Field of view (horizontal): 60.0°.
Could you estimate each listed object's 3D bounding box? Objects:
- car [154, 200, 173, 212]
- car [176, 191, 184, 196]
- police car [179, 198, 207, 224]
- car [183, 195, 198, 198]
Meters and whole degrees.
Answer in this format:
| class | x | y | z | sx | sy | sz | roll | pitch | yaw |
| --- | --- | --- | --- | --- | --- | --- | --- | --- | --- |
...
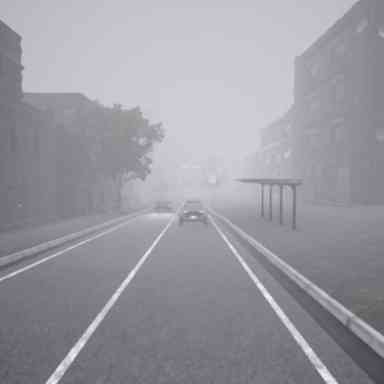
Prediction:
| class | x | y | z | sx | sy | sz | roll | pitch | yaw |
| --- | --- | --- | --- | --- | --- | --- | --- | --- | --- |
| car | -3.167 | 1.530 | 37.408 | 1.895 | 1.301 | 4.718 | 0 | 0 | 1 |
| car | -2.759 | 0.557 | 78.172 | 1.837 | 1.490 | 4.892 | 0 | 1 | 0 |
| police car | 0.095 | 1.503 | 24.557 | 2.038 | 1.542 | 4.974 | 0 | 0 | 0 |
| car | 0.128 | 1.382 | 42.709 | 2.163 | 1.488 | 4.792 | 0 | 1 | 0 |
